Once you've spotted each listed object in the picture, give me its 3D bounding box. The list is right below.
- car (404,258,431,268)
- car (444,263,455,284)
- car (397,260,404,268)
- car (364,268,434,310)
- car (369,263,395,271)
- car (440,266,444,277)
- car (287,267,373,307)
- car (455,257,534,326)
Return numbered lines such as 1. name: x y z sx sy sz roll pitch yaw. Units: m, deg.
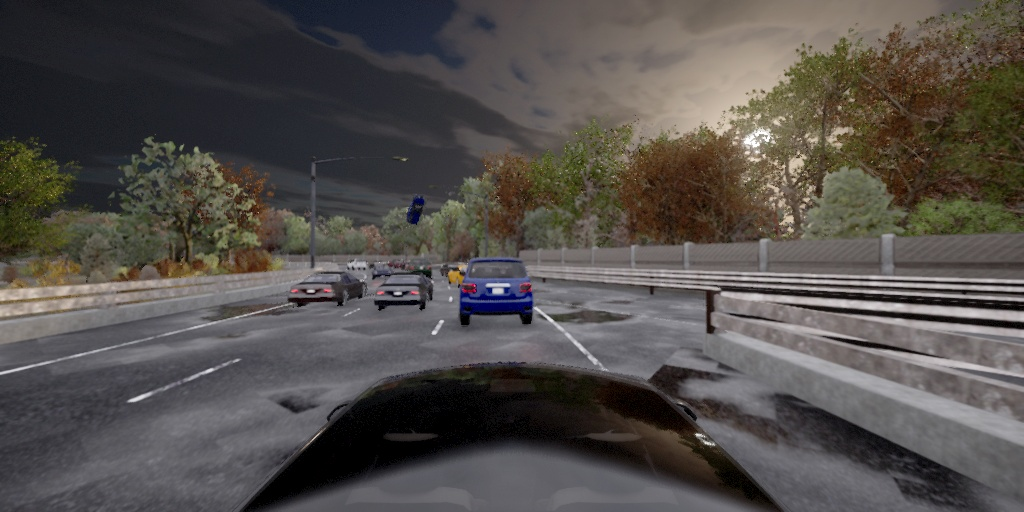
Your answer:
1. car: -9.470 1.265 36.523 2.150 2.045 5.566 0 -1 -18
2. car: -3.499 1.439 26.914 1.882 1.535 5.008 0 -1 -22
3. car: -17.770 1.821 61.662 1.994 1.385 4.181 0 -1 -32
4. car: -4.456 1.412 15.353 2.033 1.411 5.357 0 0 -8
5. car: -13.052 1.644 36.155 1.895 1.301 4.718 0 -1 -19
6. car: -6.559 1.541 39.028 1.882 1.535 5.008 0 -1 -22
7. car: -8.115 1.422 16.265 2.033 1.411 5.357 0 0 -9
8. car: -0.633 1.060 12.313 2.150 2.045 5.566 0 -1 -6
